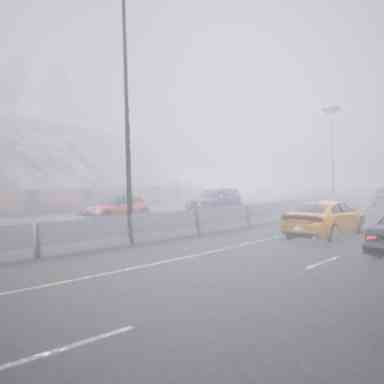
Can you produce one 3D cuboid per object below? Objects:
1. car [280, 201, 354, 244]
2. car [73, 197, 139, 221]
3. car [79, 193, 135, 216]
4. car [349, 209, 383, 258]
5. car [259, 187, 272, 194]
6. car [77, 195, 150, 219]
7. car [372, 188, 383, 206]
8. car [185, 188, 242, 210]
[{"bbox_3d":[5.583,1.102,13.923,1.882,1.535,5.008,0,1,44],"label":"car"},{"bbox_3d":[-6.732,1.259,26.525,1.837,1.490,4.892,0,2,42],"label":"car"},{"bbox_3d":[-7.747,1.067,30.654,2.097,1.767,4.553,-1,1,40],"label":"car"},{"bbox_3d":[6.940,1.196,10.207,2.033,1.411,5.357,-1,1,45],"label":"car"},{"bbox_3d":[13.258,-0.142,60.113,1.882,1.535,5.008,-1,1,8],"label":"car"},{"bbox_3d":[-5.216,1.121,23.109,2.097,1.767,4.553,-1,1,44],"label":"car"},{"bbox_3d":[18.168,0.352,31.244,2.097,1.767,4.553,-1,1,29],"label":"car"},{"bbox_3d":[1.798,0.757,25.649,2.150,2.045,5.566,-1,1,38],"label":"car"}]
